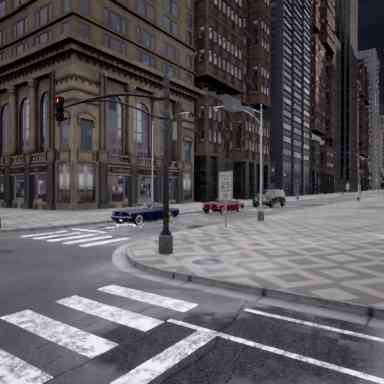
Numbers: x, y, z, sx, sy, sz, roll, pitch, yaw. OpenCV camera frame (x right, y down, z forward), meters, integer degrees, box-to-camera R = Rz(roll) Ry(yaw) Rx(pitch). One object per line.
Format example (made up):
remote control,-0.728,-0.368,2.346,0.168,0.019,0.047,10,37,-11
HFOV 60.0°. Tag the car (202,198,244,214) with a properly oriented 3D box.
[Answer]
car,2.842,1.217,29.753,1.895,1.301,4.718,0,1,35

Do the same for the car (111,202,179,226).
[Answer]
car,-2.960,1.351,21.619,1.895,1.301,4.718,0,1,36

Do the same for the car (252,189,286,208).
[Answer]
car,8.982,0.697,38.359,2.150,2.045,5.566,0,1,36
